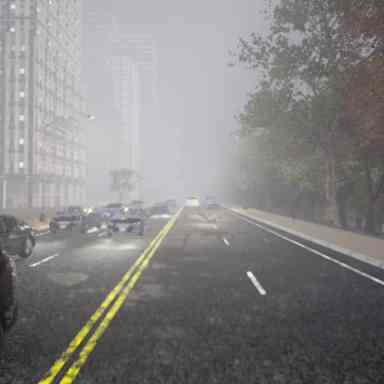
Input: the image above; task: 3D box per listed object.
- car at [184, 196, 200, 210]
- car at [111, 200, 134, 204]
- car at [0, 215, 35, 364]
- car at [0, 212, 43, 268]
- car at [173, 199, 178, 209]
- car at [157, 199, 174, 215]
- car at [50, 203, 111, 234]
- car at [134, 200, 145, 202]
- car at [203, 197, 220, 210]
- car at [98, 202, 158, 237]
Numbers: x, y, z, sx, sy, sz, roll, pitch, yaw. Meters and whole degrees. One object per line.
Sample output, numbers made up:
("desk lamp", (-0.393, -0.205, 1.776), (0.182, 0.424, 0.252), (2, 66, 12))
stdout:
("car", (-0.036, 1.580, 50.751), (2.150, 2.045, 5.566), (1, 0, 0))
("car", (-6.620, 1.644, 28.822), (1.812, 1.442, 4.674), (1, 0, 0))
("car", (-3.356, 1.232, 2.108), (2.150, 2.045, 5.566), (0, 0, 0))
("car", (-6.605, 1.505, 10.207), (1.837, 1.490, 4.892), (0, 0, 0))
("car", (-3.315, 1.822, 53.149), (1.882, 1.535, 5.008), (1, -1, 0))
("car", (-3.365, 1.777, 36.684), (1.994, 1.385, 4.181), (1, -1, 0))
("car", (-6.615, 1.537, 19.555), (2.128, 1.511, 4.902), (1, 0, 0))
("car", (-6.606, 1.711, 40.582), (1.837, 1.490, 4.892), (1, 1, 0))
("car", (3.209, 1.883, 50.721), (2.128, 1.511, 4.902), (1, 0, 0))
("car", (-3.358, 1.563, 18.555), (2.128, 1.511, 4.902), (1, -1, 0))
